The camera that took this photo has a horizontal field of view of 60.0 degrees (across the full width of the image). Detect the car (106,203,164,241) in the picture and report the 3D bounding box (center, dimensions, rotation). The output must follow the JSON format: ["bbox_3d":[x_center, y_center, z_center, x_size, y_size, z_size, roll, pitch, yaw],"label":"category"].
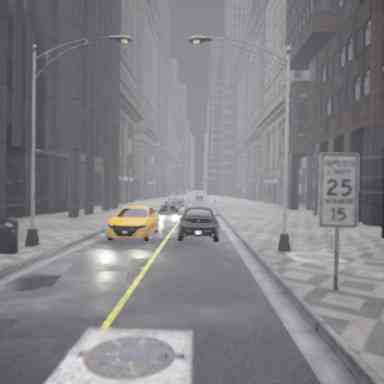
[{"bbox_3d":[-2.770,1.410,16.461,1.882,1.535,5.008,1,0,1],"label":"car"}]

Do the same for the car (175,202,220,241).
[{"bbox_3d":[0.332,1.501,16.812,1.837,1.490,4.892,1,0,1],"label":"car"}]

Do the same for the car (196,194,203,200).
[{"bbox_3d":[1.890,1.358,86.210,1.882,1.535,5.008,1,0,1],"label":"car"}]

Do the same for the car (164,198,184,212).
[{"bbox_3d":[-2.246,1.556,35.673,1.895,1.301,4.718,1,0,1],"label":"car"}]
